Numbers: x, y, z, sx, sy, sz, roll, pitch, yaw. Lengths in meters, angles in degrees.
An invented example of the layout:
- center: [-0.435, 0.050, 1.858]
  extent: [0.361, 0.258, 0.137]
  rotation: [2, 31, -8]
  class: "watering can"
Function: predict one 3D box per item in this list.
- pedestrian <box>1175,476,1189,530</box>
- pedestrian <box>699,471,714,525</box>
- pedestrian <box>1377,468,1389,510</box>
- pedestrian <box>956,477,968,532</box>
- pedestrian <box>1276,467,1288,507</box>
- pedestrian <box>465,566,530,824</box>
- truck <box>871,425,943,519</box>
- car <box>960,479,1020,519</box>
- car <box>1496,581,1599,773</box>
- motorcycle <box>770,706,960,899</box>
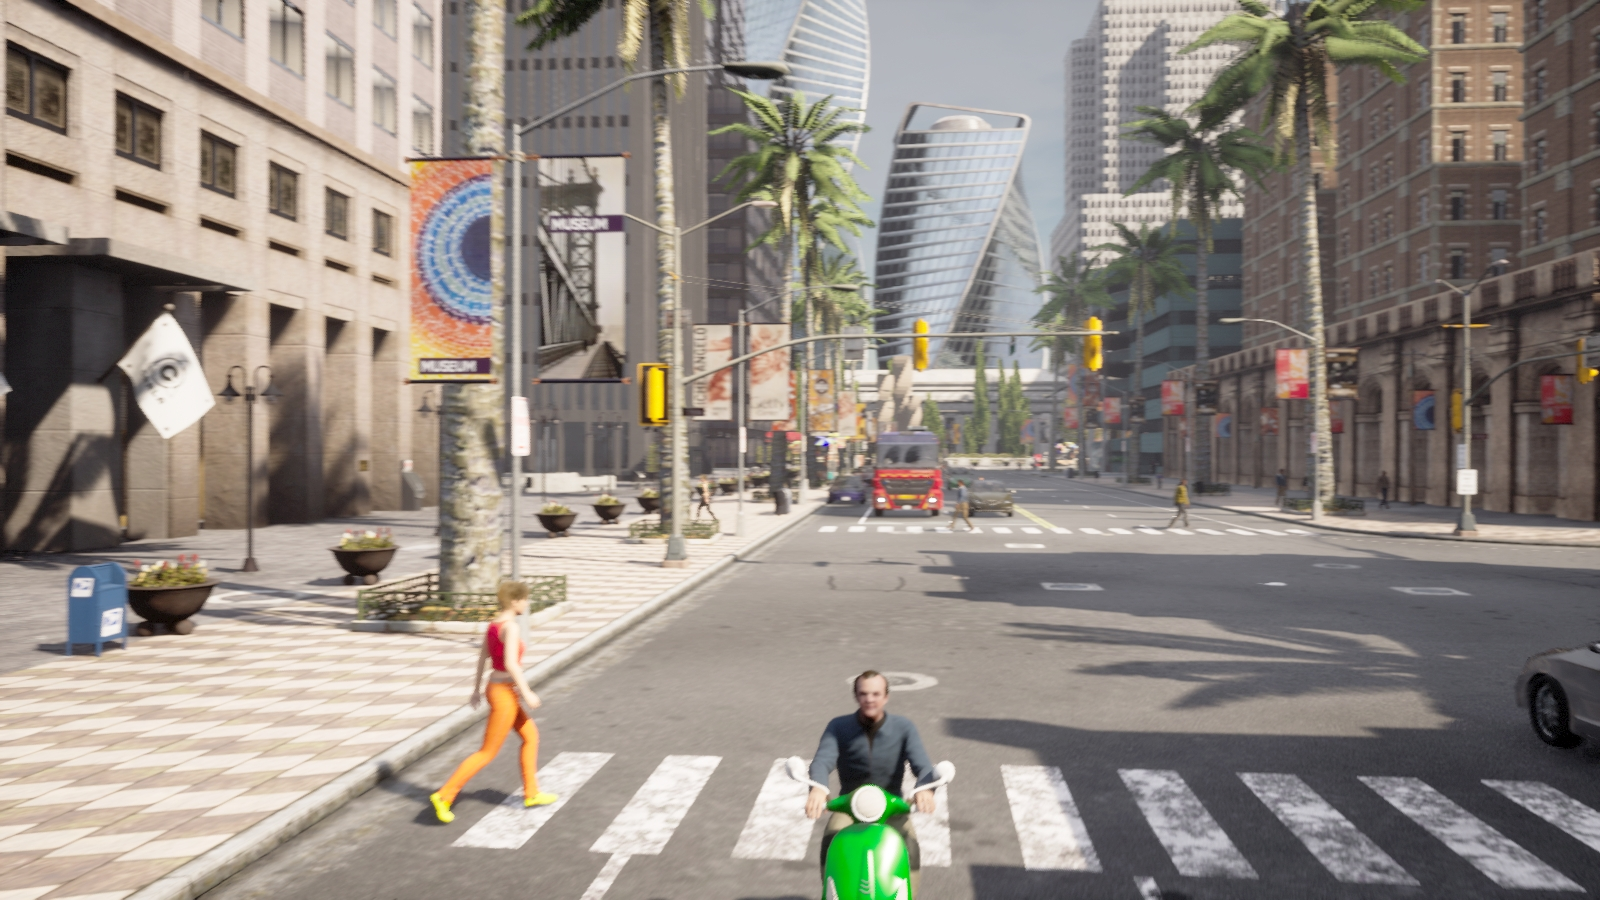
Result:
- center: [13.447, 1.865, 40.201]
  extent: [0.375, 1.860, 0.375]
  rotation: [0, 0, -1]
  class: "pedestrian"
- center: [-3.272, 1.689, 40.058]
  extent: [0.375, 1.860, 0.375]
  rotation: [0, 0, 27]
  class: "pedestrian"
- center: [25.849, 1.729, 50.654]
  extent: [0.375, 1.860, 0.375]
  rotation: [0, 0, 5]
  class: "pedestrian"
- center: [5.520, 1.854, 38.891]
  extent: [0.375, 1.860, 0.375]
  rotation: [0, 0, 6]
  class: "pedestrian"
- center: [22.499, 1.725, 53.327]
  extent: [0.375, 1.860, 0.375]
  rotation: [0, 0, -15]
  class: "pedestrian"
- center: [-2.315, 1.844, 8.735]
  extent: [0.375, 1.860, 0.375]
  rotation: [0, 0, -32]
  class: "pedestrian"
- center: [4.762, 0.894, 50.560]
  extent: [2.891, 3.827, 8.468]
  rotation: [0, 0, 6]
  class: "truck"
- center: [8.157, 2.069, 49.408]
  extent: [2.231, 1.480, 4.892]
  rotation: [0, 0, 6]
  class: "car"
- center: [7.829, 2.076, 9.480]
  extent: [1.816, 1.474, 4.193]
  rotation: [0, 0, 5]
  class: "car"
- center: [0.370, 2.182, 6.045]
  extent: [0.856, 1.236, 1.805]
  rotation: [0, 0, 5]
  class: "motorcycle"
